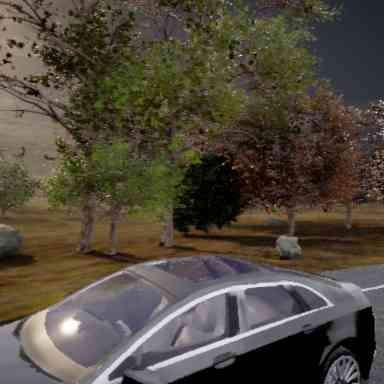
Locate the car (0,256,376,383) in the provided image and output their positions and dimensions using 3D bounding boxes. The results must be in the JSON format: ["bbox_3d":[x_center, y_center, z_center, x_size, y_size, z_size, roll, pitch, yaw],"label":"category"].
[{"bbox_3d":[-0.199,1.483,3.220,4.902,1.511,2.128,0,0,-33],"label":"car"}]
